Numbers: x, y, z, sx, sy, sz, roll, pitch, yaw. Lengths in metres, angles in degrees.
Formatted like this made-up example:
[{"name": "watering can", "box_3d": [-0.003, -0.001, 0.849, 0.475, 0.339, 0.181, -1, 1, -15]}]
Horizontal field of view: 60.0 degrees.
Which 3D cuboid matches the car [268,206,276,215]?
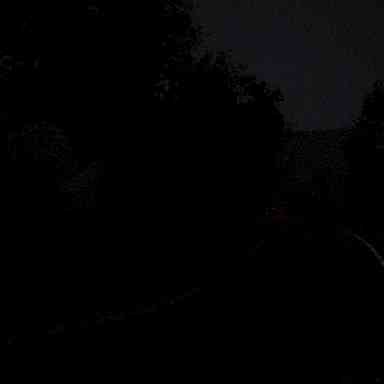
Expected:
[{"name": "car", "box_3d": [6.544, 1.714, 33.086, 1.895, 1.301, 4.718, -6, -1, -10]}]
